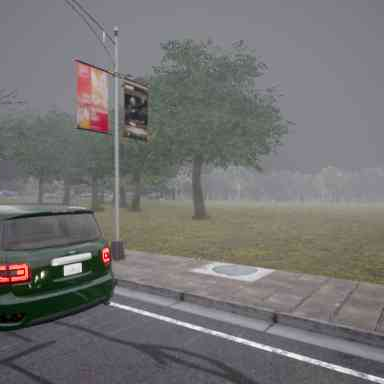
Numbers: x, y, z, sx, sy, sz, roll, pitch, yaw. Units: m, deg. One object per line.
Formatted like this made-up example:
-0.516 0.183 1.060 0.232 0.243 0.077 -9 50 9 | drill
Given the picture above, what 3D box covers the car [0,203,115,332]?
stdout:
-3.918 1.235 6.436 5.566 2.045 2.150 0 0 36 | car
